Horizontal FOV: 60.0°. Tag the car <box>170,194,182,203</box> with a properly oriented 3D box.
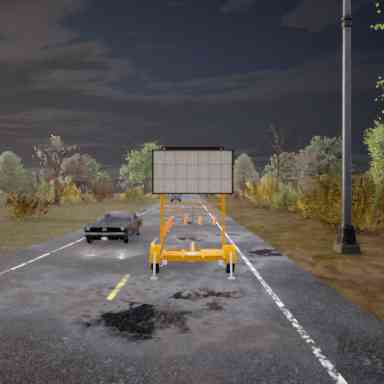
[{"bbox_3d":[-3.349,1.154,68.445,2.150,2.045,5.566,0,0,0],"label":"car"}]

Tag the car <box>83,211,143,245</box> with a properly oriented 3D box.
[{"bbox_3d":[-3.565,1.598,15.810,1.895,1.301,4.718,0,0,0],"label":"car"}]

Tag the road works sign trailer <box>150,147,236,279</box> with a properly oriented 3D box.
[{"bbox_3d":[0.023,0.464,9.989,2.380,3.560,2.880,0,0,0],"label":"road works sign trailer"}]
